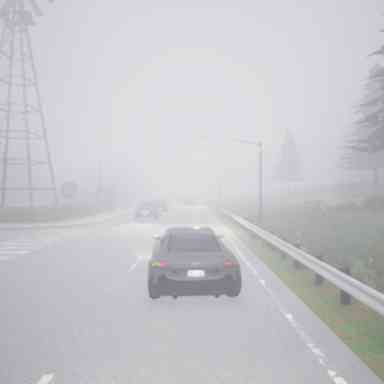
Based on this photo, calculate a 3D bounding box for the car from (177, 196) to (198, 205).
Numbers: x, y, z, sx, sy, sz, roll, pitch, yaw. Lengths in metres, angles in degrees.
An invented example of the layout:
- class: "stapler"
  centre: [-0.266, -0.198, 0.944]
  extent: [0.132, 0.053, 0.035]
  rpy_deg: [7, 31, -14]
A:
- class: "car"
  centre: [-0.776, 1.400, 54.964]
  extent: [2.128, 1.511, 4.902]
  rpy_deg: [0, 0, -29]

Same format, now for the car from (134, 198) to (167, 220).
- class: "car"
  centre: [-3.593, 1.445, 27.743]
  extent: [2.128, 1.511, 4.902]
  rpy_deg: [0, 0, 0]

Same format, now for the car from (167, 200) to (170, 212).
- class: "car"
  centre: [-3.561, 1.443, 37.497]
  extent: [1.837, 1.490, 4.892]
  rpy_deg: [0, 0, 0]

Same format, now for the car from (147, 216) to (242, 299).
- class: "car"
  centre: [-0.074, 1.549, 8.460]
  extent: [1.994, 1.385, 4.181]
  rpy_deg: [0, 0, -4]
